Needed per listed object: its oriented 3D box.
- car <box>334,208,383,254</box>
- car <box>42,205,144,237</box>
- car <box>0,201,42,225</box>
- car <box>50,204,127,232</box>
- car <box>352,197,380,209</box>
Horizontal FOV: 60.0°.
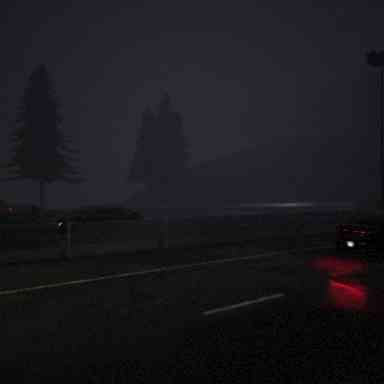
[{"bbox_3d":[7.418,1.493,12.423,4.892,1.490,1.837,0,0,-30],"label":"car"},{"bbox_3d":[-4.911,1.473,17.379,4.892,1.490,1.837,0,0,-33],"label":"car"},{"bbox_3d":[-11.338,1.502,21.564,5.357,1.411,2.033,0,0,-34],"label":"car"},{"bbox_3d":[-6.378,1.525,20.582,4.181,1.385,1.994,0,0,-33],"label":"car"},{"bbox_3d":[23.144,1.466,43.266,4.892,1.490,1.837,1,0,-20],"label":"car"}]
